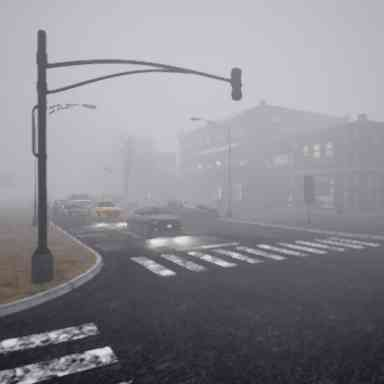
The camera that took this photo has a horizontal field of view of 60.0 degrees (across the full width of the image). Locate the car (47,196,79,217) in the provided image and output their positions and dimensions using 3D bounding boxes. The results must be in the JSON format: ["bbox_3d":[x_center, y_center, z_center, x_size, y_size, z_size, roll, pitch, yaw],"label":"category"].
[{"bbox_3d":[-12.228,1.400,31.095,1.967,1.590,4.097,1,0,-29],"label":"car"}]

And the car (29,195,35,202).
[{"bbox_3d":[-23.085,1.491,50.444,1.887,1.381,4.507,1,0,-29],"label":"car"}]

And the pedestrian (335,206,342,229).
[{"bbox_3d":[8.013,1.354,18.144,0.375,1.300,0.375,1,-1,-29],"label":"pedestrian"}]

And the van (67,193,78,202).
[{"bbox_3d":[-26.631,1.235,73.895,1.690,1.788,3.998,1,0,-29],"label":"van"}]

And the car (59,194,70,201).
[{"bbox_3d":[-32.060,1.313,83.568,1.967,1.590,4.097,1,0,-29],"label":"car"}]

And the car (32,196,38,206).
[{"bbox_3d":[-20.371,1.533,45.607,1.802,1.307,4.206,1,0,-29],"label":"car"}]

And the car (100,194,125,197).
[{"bbox_3d":[-10.345,1.250,44.870,2.192,1.841,5.009,1,0,-29],"label":"car"}]

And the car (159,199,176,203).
[{"bbox_3d":[-2.206,1.381,30.360,1.967,1.590,4.097,1,0,-29],"label":"car"}]

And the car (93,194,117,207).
[{"bbox_3d":[-13.061,1.246,49.710,2.192,1.841,5.009,1,0,-29],"label":"car"}]

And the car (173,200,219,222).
[{"bbox_3d":[0.508,1.523,25.520,1.802,1.307,4.206,1,0,-29],"label":"car"}]

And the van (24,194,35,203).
[{"bbox_3d":[-31.225,1.264,64.957,1.690,1.788,3.998,1,0,-29],"label":"van"}]

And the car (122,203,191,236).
[{"bbox_3d":[-2.078,1.518,18.283,1.994,1.385,4.181,0,0,-29],"label":"car"}]

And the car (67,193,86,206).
[{"bbox_3d":[-19.195,1.151,55.117,2.150,2.045,5.566,0,0,-29],"label":"car"}]

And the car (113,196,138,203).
[{"bbox_3d":[-7.634,1.489,40.033,2.008,1.369,4.403,1,0,-29],"label":"car"}]

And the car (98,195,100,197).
[{"bbox_3d":[-14.244,1.444,46.401,1.837,1.490,4.892,0,0,-29],"label":"car"}]

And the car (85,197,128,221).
[{"bbox_3d":[-7.155,1.432,27.323,1.882,1.535,5.008,0,0,-29],"label":"car"}]

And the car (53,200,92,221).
[{"bbox_3d":[-9.515,1.543,26.258,1.802,1.307,4.206,1,0,-29],"label":"car"}]

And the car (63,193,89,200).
[{"bbox_3d":[-12.376,1.174,36.651,2.150,2.045,5.566,0,0,-29],"label":"car"}]

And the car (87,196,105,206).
[{"bbox_3d":[-15.860,1.451,54.694,1.752,1.417,4.829,1,0,-29],"label":"car"}]
